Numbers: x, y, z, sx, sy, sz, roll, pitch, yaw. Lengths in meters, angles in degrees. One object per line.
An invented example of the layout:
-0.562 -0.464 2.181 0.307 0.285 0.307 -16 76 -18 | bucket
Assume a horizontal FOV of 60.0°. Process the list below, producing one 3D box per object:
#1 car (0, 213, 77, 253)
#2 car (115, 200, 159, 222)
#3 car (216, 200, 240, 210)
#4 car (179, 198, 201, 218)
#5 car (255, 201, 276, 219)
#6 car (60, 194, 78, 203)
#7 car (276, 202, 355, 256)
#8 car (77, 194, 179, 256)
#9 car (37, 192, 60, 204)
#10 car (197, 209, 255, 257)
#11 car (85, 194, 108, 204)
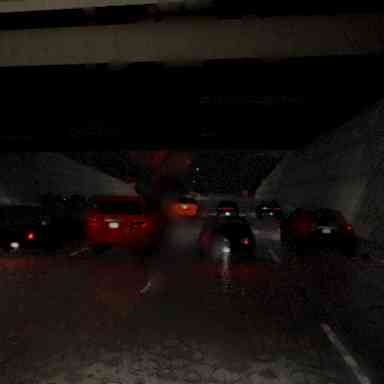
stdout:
-5.648 1.483 13.290 1.895 1.301 4.718 1 0 7 | car
-4.230 1.427 26.468 2.033 1.411 5.357 1 0 7 | car
3.169 1.499 29.479 1.837 1.490 4.892 1 1 7 | car
-0.355 1.286 29.458 2.097 1.767 4.553 1 0 7 | car
6.639 1.541 29.032 2.128 1.511 4.902 1 0 7 | car
-18.916 1.092 53.968 1.837 1.490 4.892 1 0 7 | car
4.980 1.403 13.795 2.097 1.767 4.553 1 0 7 | car
-2.139 1.158 13.146 2.150 2.045 5.566 1 0 7 | car
-22.574 0.884 52.759 2.097 1.767 4.553 1 0 7 | car
1.369 1.597 13.050 1.895 1.301 4.718 1 0 7 | car
-15.409 1.149 53.875 1.837 1.490 4.892 1 0 7 | car
